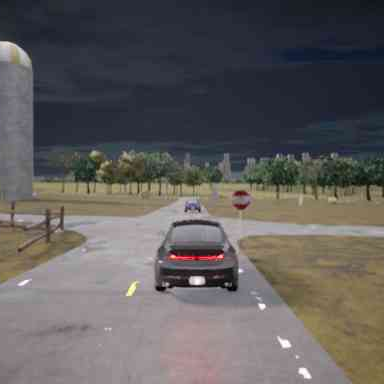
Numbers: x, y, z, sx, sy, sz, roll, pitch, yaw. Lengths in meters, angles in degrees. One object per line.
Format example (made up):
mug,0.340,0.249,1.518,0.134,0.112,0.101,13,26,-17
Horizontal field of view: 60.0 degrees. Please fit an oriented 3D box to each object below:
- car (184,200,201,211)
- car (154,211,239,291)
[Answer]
car,0.095,1.651,40.453,1.812,1.442,4.674,0,0,0
car,0.098,1.486,8.909,1.837,1.490,4.892,0,0,0
